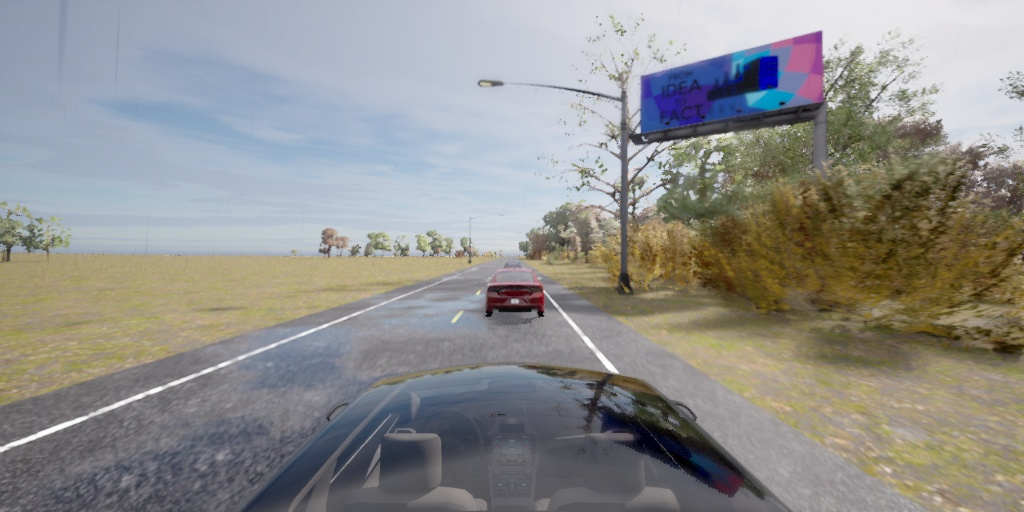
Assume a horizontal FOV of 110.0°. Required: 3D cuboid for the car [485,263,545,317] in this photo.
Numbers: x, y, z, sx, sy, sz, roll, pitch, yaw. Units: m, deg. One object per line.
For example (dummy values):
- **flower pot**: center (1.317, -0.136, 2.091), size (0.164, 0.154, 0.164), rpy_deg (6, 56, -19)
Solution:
- **car**: center (0.093, 1.181, 13.067), size (1.882, 1.535, 5.008), rpy_deg (0, 0, 0)
